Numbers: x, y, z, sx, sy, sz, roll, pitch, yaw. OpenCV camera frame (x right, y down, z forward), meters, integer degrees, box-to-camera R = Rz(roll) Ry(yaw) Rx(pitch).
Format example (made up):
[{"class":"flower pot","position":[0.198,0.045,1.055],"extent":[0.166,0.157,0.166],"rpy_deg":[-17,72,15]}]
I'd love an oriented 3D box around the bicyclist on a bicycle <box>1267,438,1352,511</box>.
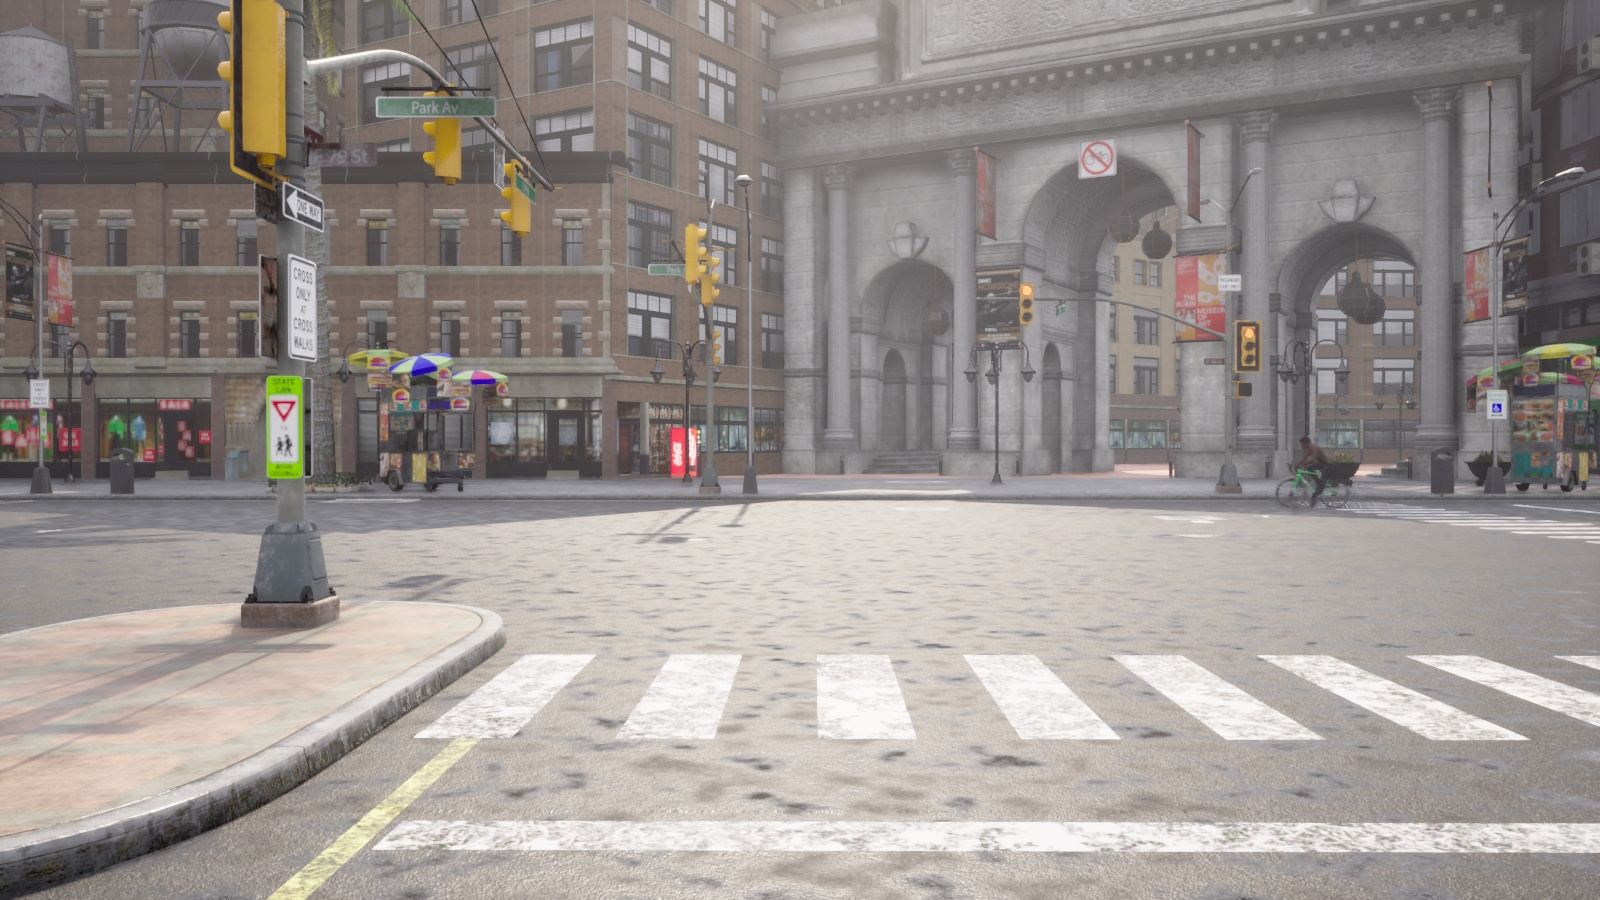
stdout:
[{"class":"bicyclist on a bicycle","position":[11.456,0.549,28.253],"extent":[1.656,1.620,0.582],"rpy_deg":[0,0,1]}]
